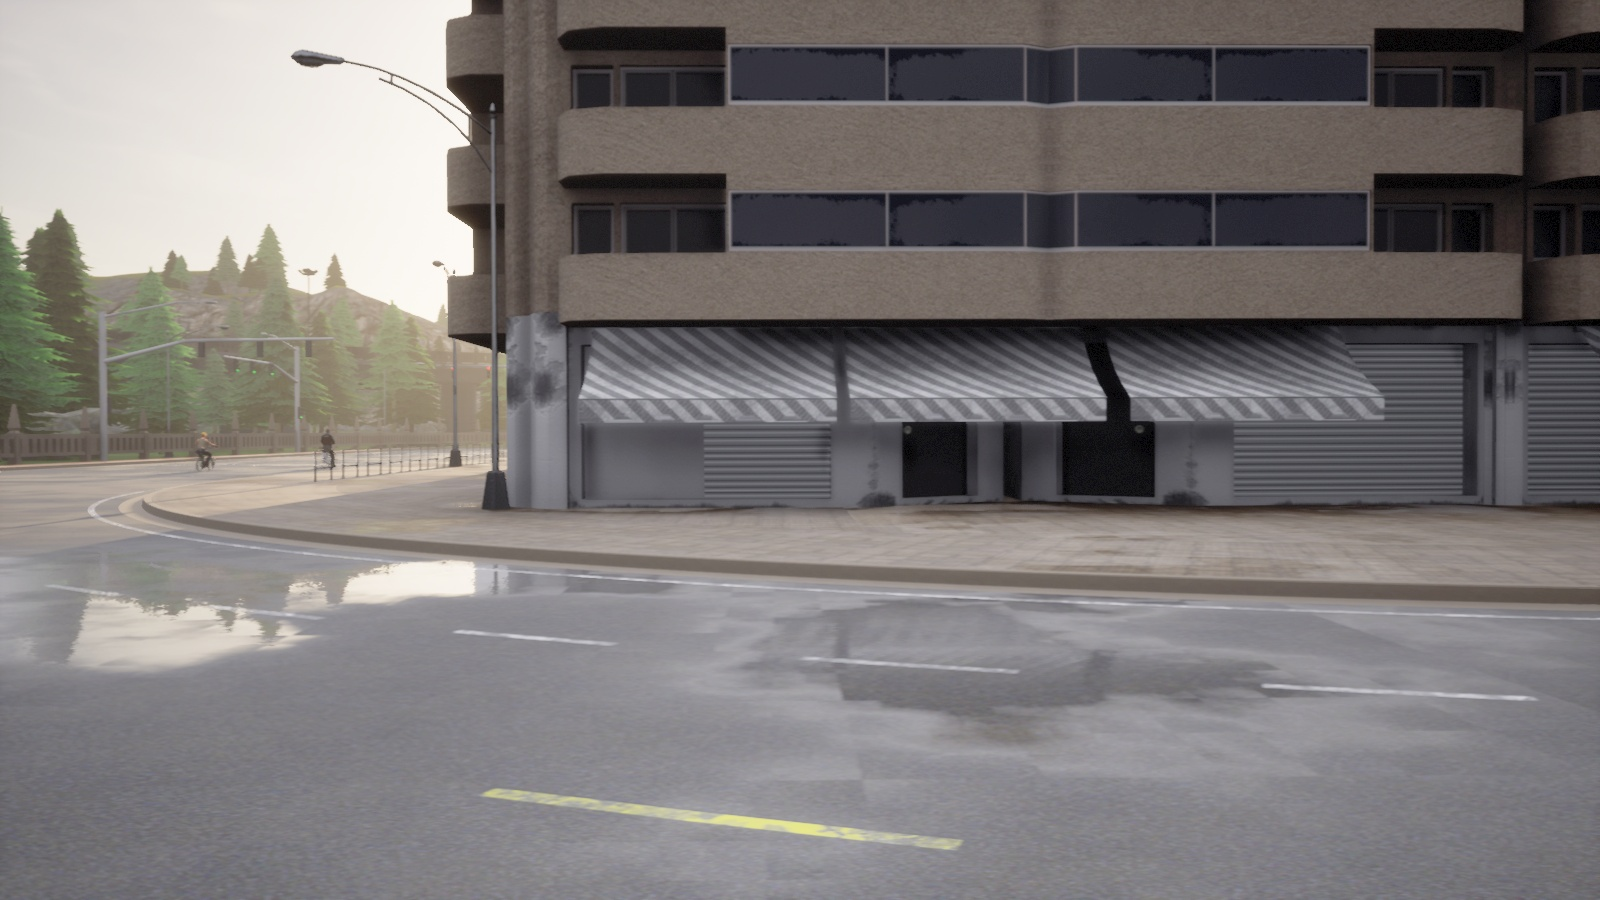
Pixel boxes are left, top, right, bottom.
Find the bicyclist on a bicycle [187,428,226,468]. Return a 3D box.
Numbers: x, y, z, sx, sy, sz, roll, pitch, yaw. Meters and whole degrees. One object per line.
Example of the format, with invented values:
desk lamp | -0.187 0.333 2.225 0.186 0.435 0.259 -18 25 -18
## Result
bicyclist on a bicycle | -24.059 -0.097 50.898 0.866 1.612 1.509 0 1 0
